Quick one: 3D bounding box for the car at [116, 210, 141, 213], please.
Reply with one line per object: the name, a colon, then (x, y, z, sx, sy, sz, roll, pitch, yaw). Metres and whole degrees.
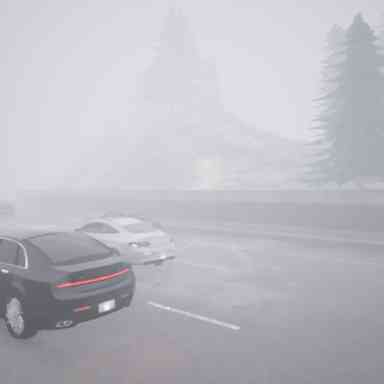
car: (-3.334, 1.564, 15.838, 4.181, 1.385, 1.994, 0, 0, 41)

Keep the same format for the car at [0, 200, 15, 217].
car: (-17.710, 1.444, 30.450, 1.882, 1.535, 5.008, 0, 0, -41)

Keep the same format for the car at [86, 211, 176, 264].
car: (-2.581, 1.525, 10.595, 4.674, 1.442, 1.812, 0, 0, 39)

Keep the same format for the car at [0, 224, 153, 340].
car: (-3.214, 1.500, 6.613, 4.892, 1.490, 1.837, 0, 0, 38)
